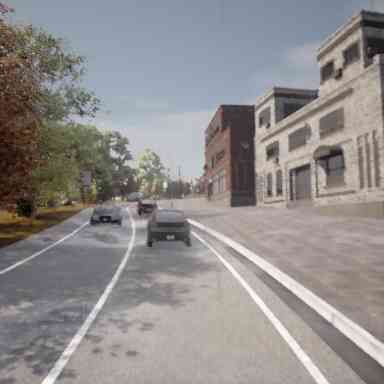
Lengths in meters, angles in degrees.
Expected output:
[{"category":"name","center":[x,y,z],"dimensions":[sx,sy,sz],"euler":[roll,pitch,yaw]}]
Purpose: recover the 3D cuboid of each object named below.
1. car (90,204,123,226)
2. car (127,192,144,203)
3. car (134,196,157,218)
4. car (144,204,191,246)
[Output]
[{"category":"car","center":[-5.839,1.542,23.024],"dimensions":[1.994,1.385,4.181],"euler":[1,0,-11]},{"category":"car","center":[-10.950,1.033,64.793],"dimensions":[2.150,2.045,5.566],"euler":[-1,0,7]},{"category":"car","center":[-4.495,1.465,33.406],"dimensions":[1.882,1.535,5.008],"euler":[1,0,-12]},{"category":"car","center":[-1.160,1.536,15.520],"dimensions":[1.837,1.490,4.892],"euler":[1,0,-8]}]
